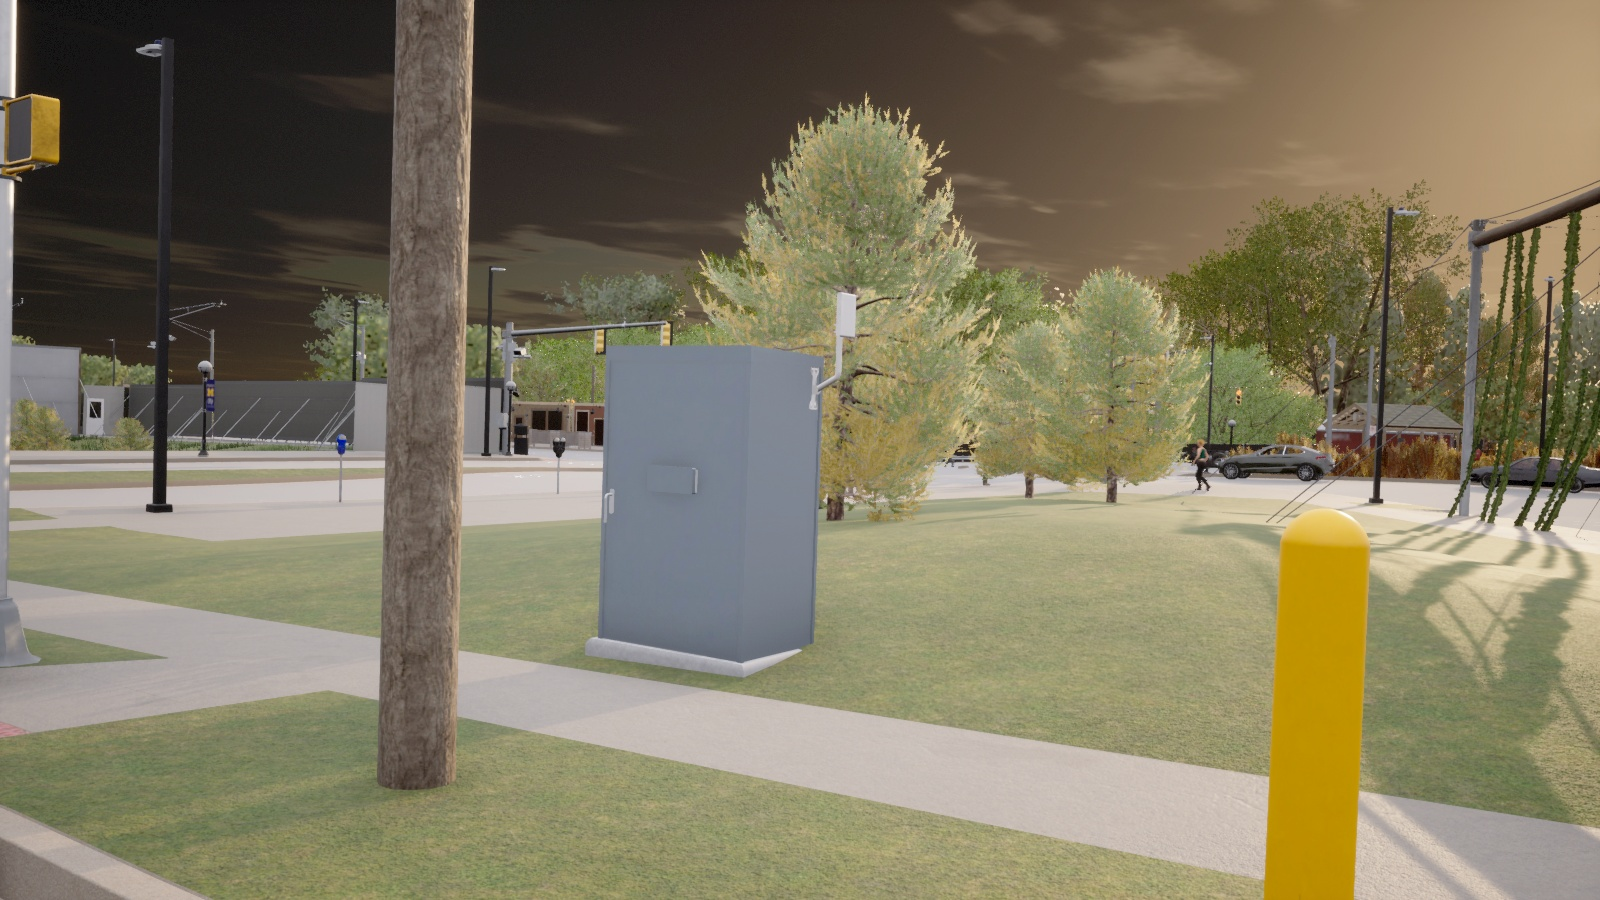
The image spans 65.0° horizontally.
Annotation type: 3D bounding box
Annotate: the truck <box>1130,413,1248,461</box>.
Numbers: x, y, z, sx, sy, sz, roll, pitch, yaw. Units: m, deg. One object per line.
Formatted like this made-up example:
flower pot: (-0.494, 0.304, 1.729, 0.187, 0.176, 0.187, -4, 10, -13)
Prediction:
truck: (29.285, -0.921, 94.633, 7.936, 3.462, 2.891, 0, 1, 35)

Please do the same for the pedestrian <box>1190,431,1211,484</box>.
pedestrian: (14.138, 0.247, 44.335, 0.594, 1.836, 0.345, 3, 2, 43)

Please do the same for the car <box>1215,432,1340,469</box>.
car: (22.015, 0.017, 57.931, 5.027, 1.651, 2.152, 0, 1, 34)

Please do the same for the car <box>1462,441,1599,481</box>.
car: (30.598, 0.424, 52.044, 5.357, 1.411, 2.033, 2, 3, 34)
